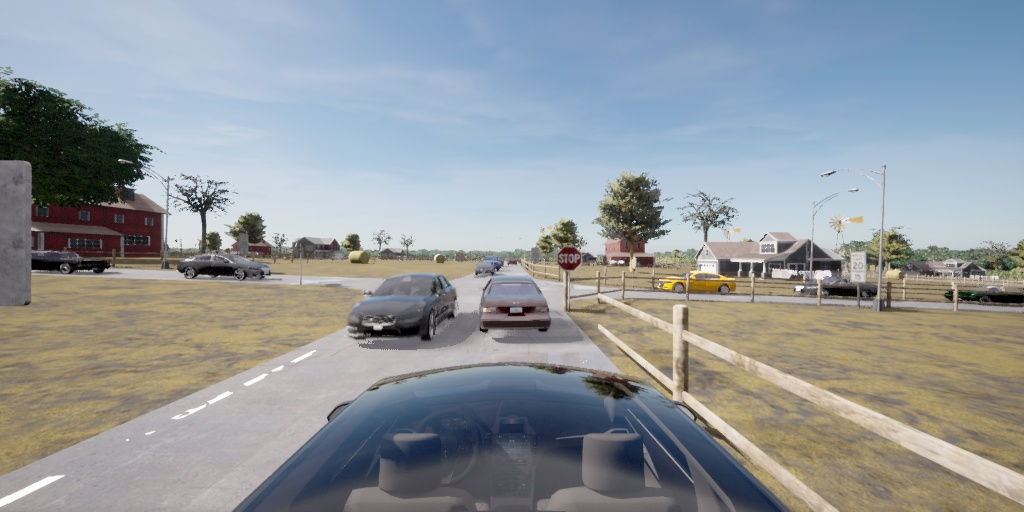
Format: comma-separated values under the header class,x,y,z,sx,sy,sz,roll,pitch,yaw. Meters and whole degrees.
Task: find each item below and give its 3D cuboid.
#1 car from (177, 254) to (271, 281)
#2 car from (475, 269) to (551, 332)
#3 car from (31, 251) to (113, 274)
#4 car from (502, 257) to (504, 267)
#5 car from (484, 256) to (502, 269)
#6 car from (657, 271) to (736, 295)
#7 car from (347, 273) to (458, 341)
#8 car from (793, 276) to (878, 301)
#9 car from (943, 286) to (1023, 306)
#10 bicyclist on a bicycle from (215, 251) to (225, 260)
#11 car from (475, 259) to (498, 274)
class,x,y,z,sx,sy,sz,roll,pitch,yaw
car,-17.245,0.630,21.623,4.902,1.511,2.128,2,0,0
car,-0.030,1.299,10.834,2.033,1.411,5.357,0,0,-3
car,-27.349,0.366,21.619,4.718,1.301,1.895,2,0,0
car,-2.803,1.134,58.374,2.097,1.767,4.553,0,0,0
car,-2.813,0.991,48.314,2.150,2.045,5.566,0,0,0
car,12.573,1.771,24.540,5.008,1.535,1.882,2,0,-2
car,-2.750,1.256,9.993,1.837,1.490,4.892,-1,0,2
car,22.110,2.163,24.601,4.902,1.511,2.128,2,0,0
car,32.829,2.712,24.600,4.718,1.301,1.895,2,0,0
bicyclist on a bicycle,-22.604,0.406,27.605,0.582,1.620,1.656,2,0,0
car,-2.831,1.289,38.351,1.812,1.442,4.674,0,0,0
